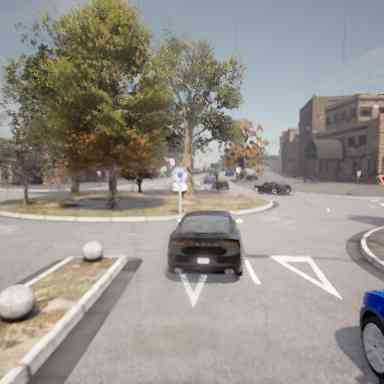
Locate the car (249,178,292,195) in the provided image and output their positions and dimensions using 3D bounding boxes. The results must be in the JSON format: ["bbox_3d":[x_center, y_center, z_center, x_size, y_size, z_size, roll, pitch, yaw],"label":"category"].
[{"bbox_3d":[9.024,-0.500,37.719,1.837,1.490,4.892,-2,4,-30],"label":"car"}]

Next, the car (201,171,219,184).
[{"bbox_3d":[3.169,-2.376,60.166,2.097,1.767,4.553,0,5,0],"label":"car"}]

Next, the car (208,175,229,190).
[{"bbox_3d":[4.025,-1.186,47.650,1.837,1.490,4.892,-1,5,-6],"label":"car"}]

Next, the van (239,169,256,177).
[{"bbox_3d":[15.009,-5.123,89.847,4.442,1.987,1.878,1,5,11],"label":"van"}]

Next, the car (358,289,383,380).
[{"bbox_3d":[3.130,1.471,2.412,1.882,1.535,5.008,0,0,0],"label":"car"}]

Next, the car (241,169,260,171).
[{"bbox_3d":[12.680,-3.818,76.557,4.553,1.767,2.185,1,5,9],"label":"car"}]

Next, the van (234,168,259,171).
[{"bbox_3d":[12.967,-4.161,79.283,4.442,1.987,1.878,1,5,9],"label":"van"}]

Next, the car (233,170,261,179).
[{"bbox_3d":[12.211,-3.453,73.864,4.892,1.521,2.231,1,5,9],"label":"car"}]

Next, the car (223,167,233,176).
[{"bbox_3d":[10.752,-5.479,93.635,2.150,2.045,5.566,1,5,12],"label":"car"}]

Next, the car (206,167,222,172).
[{"bbox_3d":[5.175,-4.162,79.203,2.150,2.045,5.566,1,5,9],"label":"car"}]

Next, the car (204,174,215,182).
[{"bbox_3d":[3.778,-2.955,69.728,1.895,1.301,4.718,1,5,8],"label":"car"}]

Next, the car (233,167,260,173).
[{"bbox_3d":[13.537,-4.426,81.959,5.566,2.045,2.435,1,5,9],"label":"car"}]

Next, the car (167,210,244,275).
[{"bbox_3d":[0.505,1.263,9.968,1.882,1.535,5.008,0,3,6],"label":"car"}]
